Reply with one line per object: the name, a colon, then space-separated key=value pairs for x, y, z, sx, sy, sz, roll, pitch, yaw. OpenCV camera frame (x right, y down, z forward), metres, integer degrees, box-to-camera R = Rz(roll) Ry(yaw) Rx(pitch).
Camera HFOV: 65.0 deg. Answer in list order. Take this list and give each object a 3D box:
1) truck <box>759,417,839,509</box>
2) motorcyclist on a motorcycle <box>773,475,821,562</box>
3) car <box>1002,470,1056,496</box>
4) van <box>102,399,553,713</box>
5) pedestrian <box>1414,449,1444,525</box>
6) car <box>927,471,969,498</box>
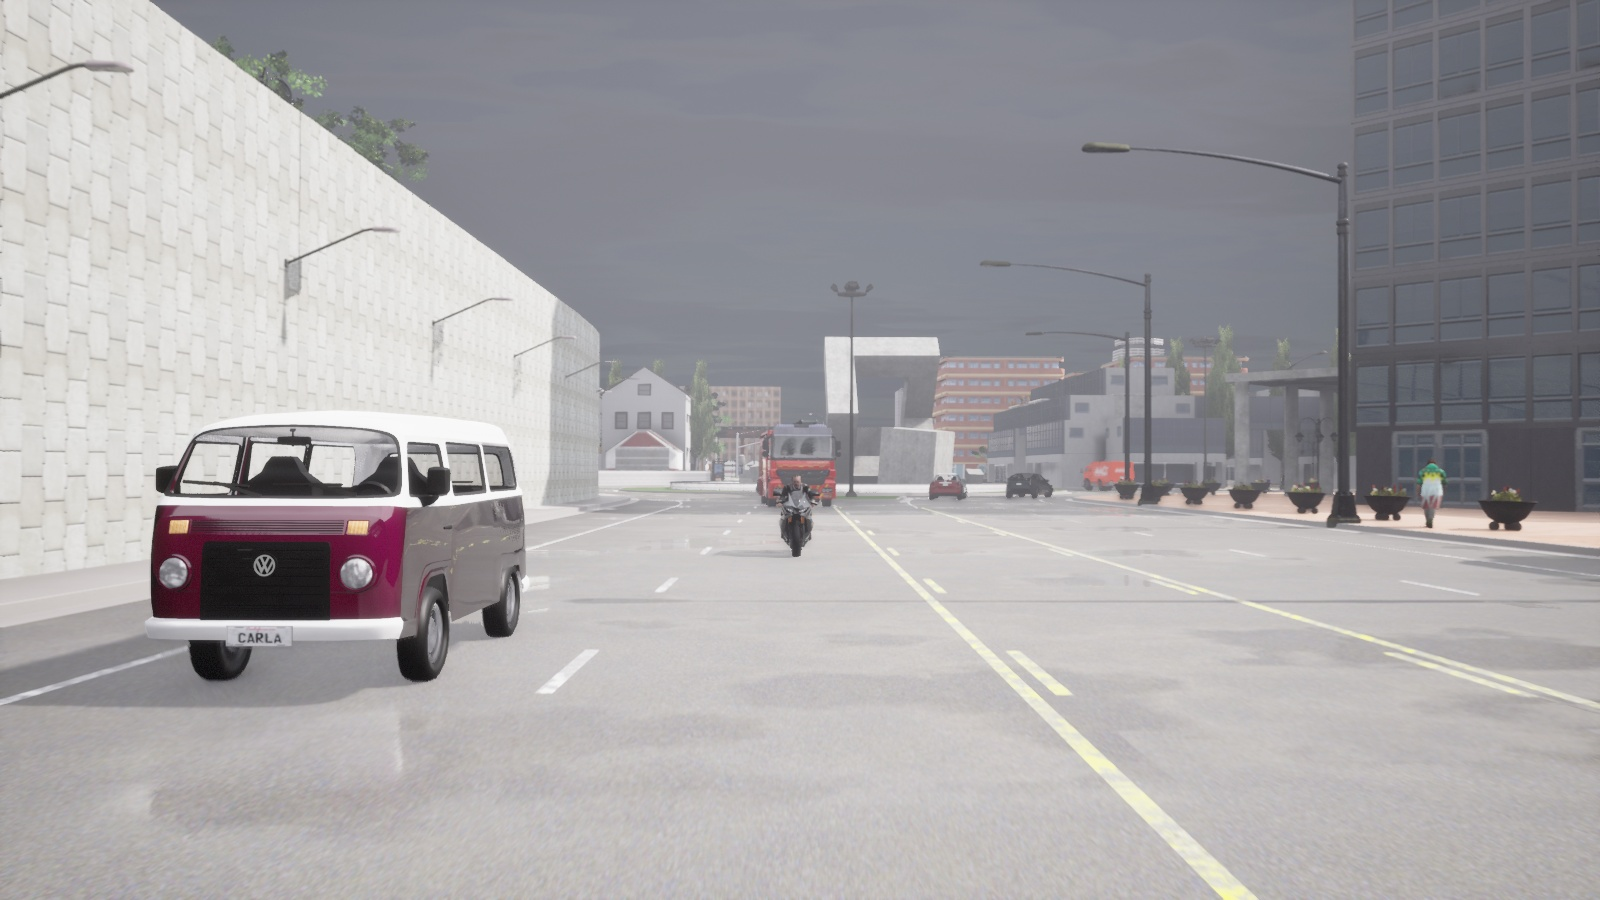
truck: x=-0.184 y=0.603 z=56.879 sx=2.891 sy=3.827 sz=8.468 roll=0 pitch=-1 yaw=-5
motorcyclist on a motorcycle: x=-0.057 y=1.243 z=23.498 sx=0.866 sy=1.530 sz=2.191 roll=0 pitch=-1 yaw=0
car: x=13.710 y=1.962 z=74.976 sx=2.007 sy=1.525 sz=4.514 roll=-1 pitch=-1 yaw=26
van: x=-3.527 y=0.727 z=10.445 sx=2.069 sy=2.038 sz=4.480 roll=0 pitch=-1 yaw=0
pedestrian: x=16.370 y=0.951 z=32.681 sx=0.659 sy=1.952 sz=0.873 roll=-1 pitch=-1 yaw=28
car: x=8.446 y=1.940 z=71.316 sx=1.970 sy=1.475 sz=3.806 roll=0 pitch=-1 yaw=12
